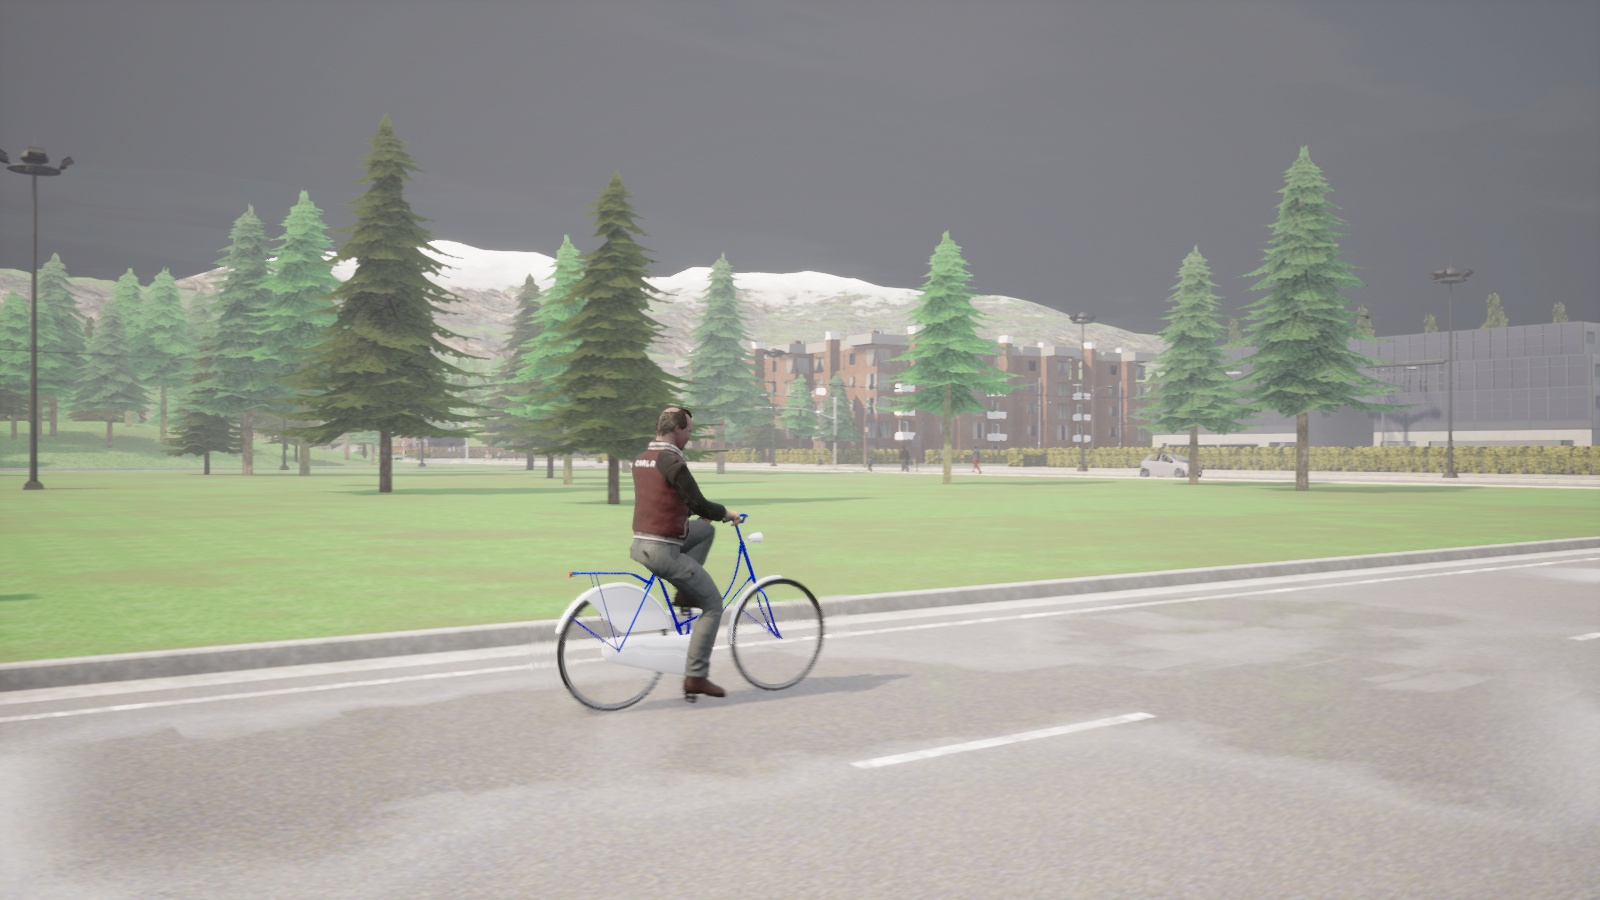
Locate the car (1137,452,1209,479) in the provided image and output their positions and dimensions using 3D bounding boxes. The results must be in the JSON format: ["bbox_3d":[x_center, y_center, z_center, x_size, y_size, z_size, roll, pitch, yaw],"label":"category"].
[{"bbox_3d":[21.817,0.892,73.550,1.845,1.501,3.633,0,0,-35],"label":"car"}]

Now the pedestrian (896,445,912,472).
[{"bbox_3d":[6.973,0.576,84.295,0.634,1.844,0.899,0,0,-35],"label":"pedestrian"}]

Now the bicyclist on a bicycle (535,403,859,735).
[{"bbox_3d":[-0.583,0.635,7.518,1.843,1.776,0.659,0,0,-35],"label":"bicyclist on a bicycle"}]
